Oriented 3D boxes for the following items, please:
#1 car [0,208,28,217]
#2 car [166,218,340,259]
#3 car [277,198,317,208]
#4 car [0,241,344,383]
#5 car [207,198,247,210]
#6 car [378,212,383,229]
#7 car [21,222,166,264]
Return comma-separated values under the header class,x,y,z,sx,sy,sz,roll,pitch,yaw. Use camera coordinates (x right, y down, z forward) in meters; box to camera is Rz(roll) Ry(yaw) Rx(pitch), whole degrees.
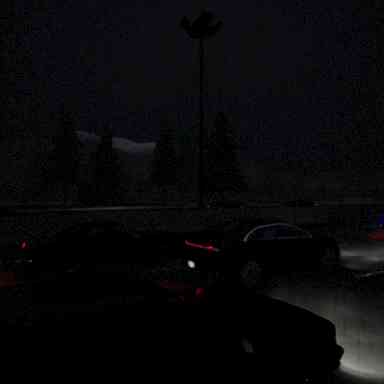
class,x,y,z,sx,sy,sz,roll,pitch,yaw
car,-10.881,1.516,17.571,4.181,1.385,1.994,0,0,-34
car,2.022,1.476,9.106,4.902,1.511,2.128,0,0,-33
car,12.087,1.448,38.315,4.892,1.490,1.837,0,0,-23
car,-0.877,1.540,3.060,5.357,1.411,2.033,0,0,-35
car,4.076,1.424,38.467,4.902,1.511,2.128,0,0,-26
car,12.979,1.457,19.252,5.008,1.535,1.882,0,0,-27
car,-2.576,1.577,10.336,4.718,1.301,1.895,0,0,-34
